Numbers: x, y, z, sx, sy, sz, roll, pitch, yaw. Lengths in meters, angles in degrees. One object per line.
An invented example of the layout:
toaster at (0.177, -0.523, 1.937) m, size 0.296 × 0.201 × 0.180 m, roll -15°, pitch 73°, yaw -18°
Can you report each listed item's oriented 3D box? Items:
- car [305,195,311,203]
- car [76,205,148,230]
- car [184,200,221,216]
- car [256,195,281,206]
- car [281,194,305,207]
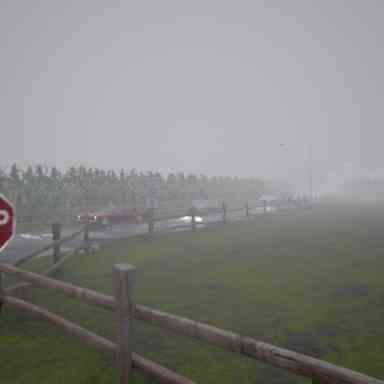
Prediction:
car at (18.151, 1.130, 53.430) m, size 1.895 × 1.301 × 4.718 m, roll 0°, pitch 1°, yaw 29°
car at (-4.909, 1.536, 21.084) m, size 1.895 × 1.301 × 4.718 m, roll 0°, pitch 1°, yaw 34°
car at (1.013, 1.390, 30.140) m, size 1.994 × 1.385 × 4.181 m, roll 0°, pitch 1°, yaw 32°
car at (10.202, 1.170, 45.104) m, size 1.812 × 1.442 × 4.674 m, roll 0°, pitch 0°, yaw 31°
car at (13.362, 0.984, 44.863) m, size 2.097 × 1.767 × 4.553 m, roll 0°, pitch 1°, yaw 30°
